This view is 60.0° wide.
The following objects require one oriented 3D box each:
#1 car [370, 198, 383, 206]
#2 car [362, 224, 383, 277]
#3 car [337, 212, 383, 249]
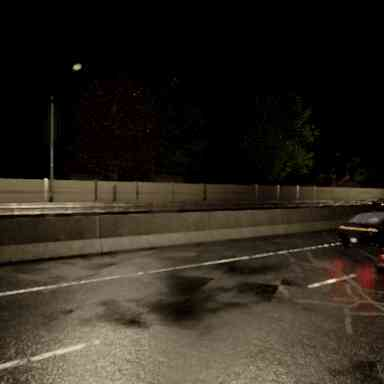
[{"bbox_3d":[28.877,1.744,50.342,4.553,1.767,2.097,1,0,-35],"label":"car"},{"bbox_3d":[6.968,1.622,8.792,5.357,1.411,2.033,0,0,-35],"label":"car"},{"bbox_3d":[8.017,1.593,13.805,4.902,1.511,2.128,0,0,-35],"label":"car"}]
